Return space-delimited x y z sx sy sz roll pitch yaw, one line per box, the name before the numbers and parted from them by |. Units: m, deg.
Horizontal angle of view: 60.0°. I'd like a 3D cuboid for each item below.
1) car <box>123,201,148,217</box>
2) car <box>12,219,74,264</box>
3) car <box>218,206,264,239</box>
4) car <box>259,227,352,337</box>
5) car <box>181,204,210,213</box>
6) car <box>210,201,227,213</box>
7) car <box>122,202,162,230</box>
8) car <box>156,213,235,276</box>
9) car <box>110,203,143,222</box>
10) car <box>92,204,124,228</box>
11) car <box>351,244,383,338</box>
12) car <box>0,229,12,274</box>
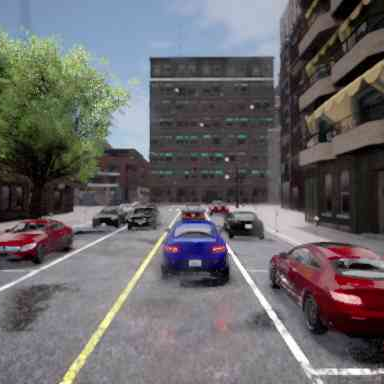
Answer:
car | -5.825 1.746 34.697 1.752 1.417 4.829 1 0 0
car | -5.649 1.658 12.119 1.802 1.307 4.206 1 0 0
car | 2.697 1.679 17.867 1.947 1.339 4.313 1 0 0
car | 2.699 1.623 6.494 1.802 1.307 4.206 1 0 0
car | 0.084 1.712 26.005 2.033 1.411 5.357 0 0 0
car | 2.741 1.663 34.924 1.967 1.590 4.097 1 0 0
car | -3.104 1.645 22.281 1.837 1.490 4.892 0 0 0
car | 0.084 1.591 10.433 1.812 1.442 4.674 0 0 0
car | -5.653 1.736 29.180 2.008 1.369 4.403 1 0 0
car | -5.652 1.714 23.492 1.947 1.339 4.313 1 0 0
car | 2.706 1.321 0.809 2.192 1.841 5.009 1 0 0
car | -5.645 1.481 6.434 1.967 1.590 4.097 1 0 0
